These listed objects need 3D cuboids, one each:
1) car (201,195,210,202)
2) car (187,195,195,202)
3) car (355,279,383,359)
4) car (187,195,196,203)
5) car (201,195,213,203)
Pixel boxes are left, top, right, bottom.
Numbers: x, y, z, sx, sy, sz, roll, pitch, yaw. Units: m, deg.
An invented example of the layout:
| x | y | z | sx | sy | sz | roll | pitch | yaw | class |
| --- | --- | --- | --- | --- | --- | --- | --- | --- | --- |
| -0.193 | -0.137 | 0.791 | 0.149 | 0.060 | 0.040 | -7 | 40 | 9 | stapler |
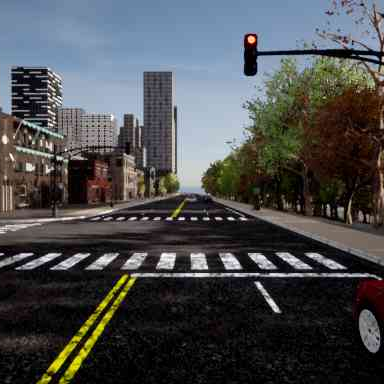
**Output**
| x | y | z | sx | sy | sz | roll | pitch | yaw | class |
| --- | --- | --- | --- | --- | --- | --- | --- | --- | --- |
| 3.083 | 1.476 | 76.300 | 1.837 | 1.490 | 4.892 | 0 | 0 | 0 | car |
| -0.172 | 1.476 | 77.359 | 1.837 | 1.490 | 4.892 | 0 | 0 | 0 | car |
| 3.343 | 1.477 | 2.939 | 1.882 | 1.535 | 5.008 | 0 | 0 | 0 | car |
| -0.049 | 1.581 | 67.320 | 1.895 | 1.301 | 4.718 | 0 | 0 | 0 | car |
| 3.201 | 1.528 | 65.805 | 2.033 | 1.411 | 5.357 | 0 | 0 | 0 | car |
